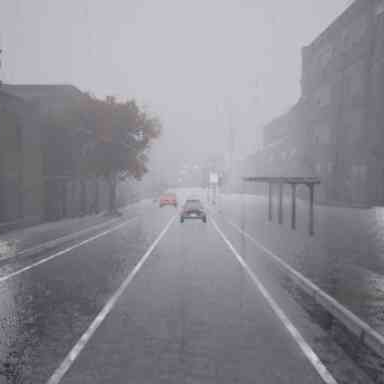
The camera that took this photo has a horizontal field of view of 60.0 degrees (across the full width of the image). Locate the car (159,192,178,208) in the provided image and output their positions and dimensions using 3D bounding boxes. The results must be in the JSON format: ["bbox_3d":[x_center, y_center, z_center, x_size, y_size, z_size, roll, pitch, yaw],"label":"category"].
[{"bbox_3d":[-3.069,1.031,44.673,2.150,2.045,5.566,0,1,1],"label":"car"}]

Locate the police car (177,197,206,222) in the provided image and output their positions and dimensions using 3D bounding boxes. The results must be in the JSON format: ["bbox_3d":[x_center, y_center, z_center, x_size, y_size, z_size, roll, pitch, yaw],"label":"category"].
[{"bbox_3d":[0.108,1.482,26.331,2.038,1.542,4.974,0,0,0],"label":"police car"}]

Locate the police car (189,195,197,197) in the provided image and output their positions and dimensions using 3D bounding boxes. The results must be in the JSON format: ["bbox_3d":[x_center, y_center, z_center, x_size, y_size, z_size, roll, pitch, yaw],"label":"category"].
[{"bbox_3d":[0.151,1.240,44.273,1.930,1.638,5.238,0,1,0],"label":"police car"}]
